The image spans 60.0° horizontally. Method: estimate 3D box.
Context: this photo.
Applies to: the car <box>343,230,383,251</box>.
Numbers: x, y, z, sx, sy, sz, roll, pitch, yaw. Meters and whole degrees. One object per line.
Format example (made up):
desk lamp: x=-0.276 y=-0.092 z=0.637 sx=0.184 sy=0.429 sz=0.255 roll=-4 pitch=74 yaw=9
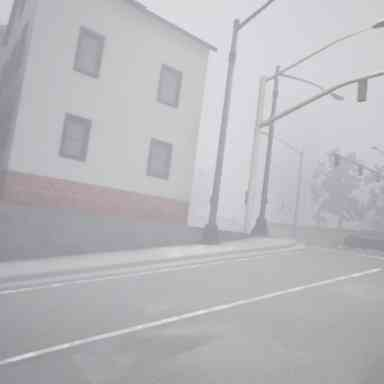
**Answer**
car: x=11.776 y=3.111 z=20.785 sx=1.994 sy=1.385 sz=4.181 roll=11 pitch=-6 yaw=-35
